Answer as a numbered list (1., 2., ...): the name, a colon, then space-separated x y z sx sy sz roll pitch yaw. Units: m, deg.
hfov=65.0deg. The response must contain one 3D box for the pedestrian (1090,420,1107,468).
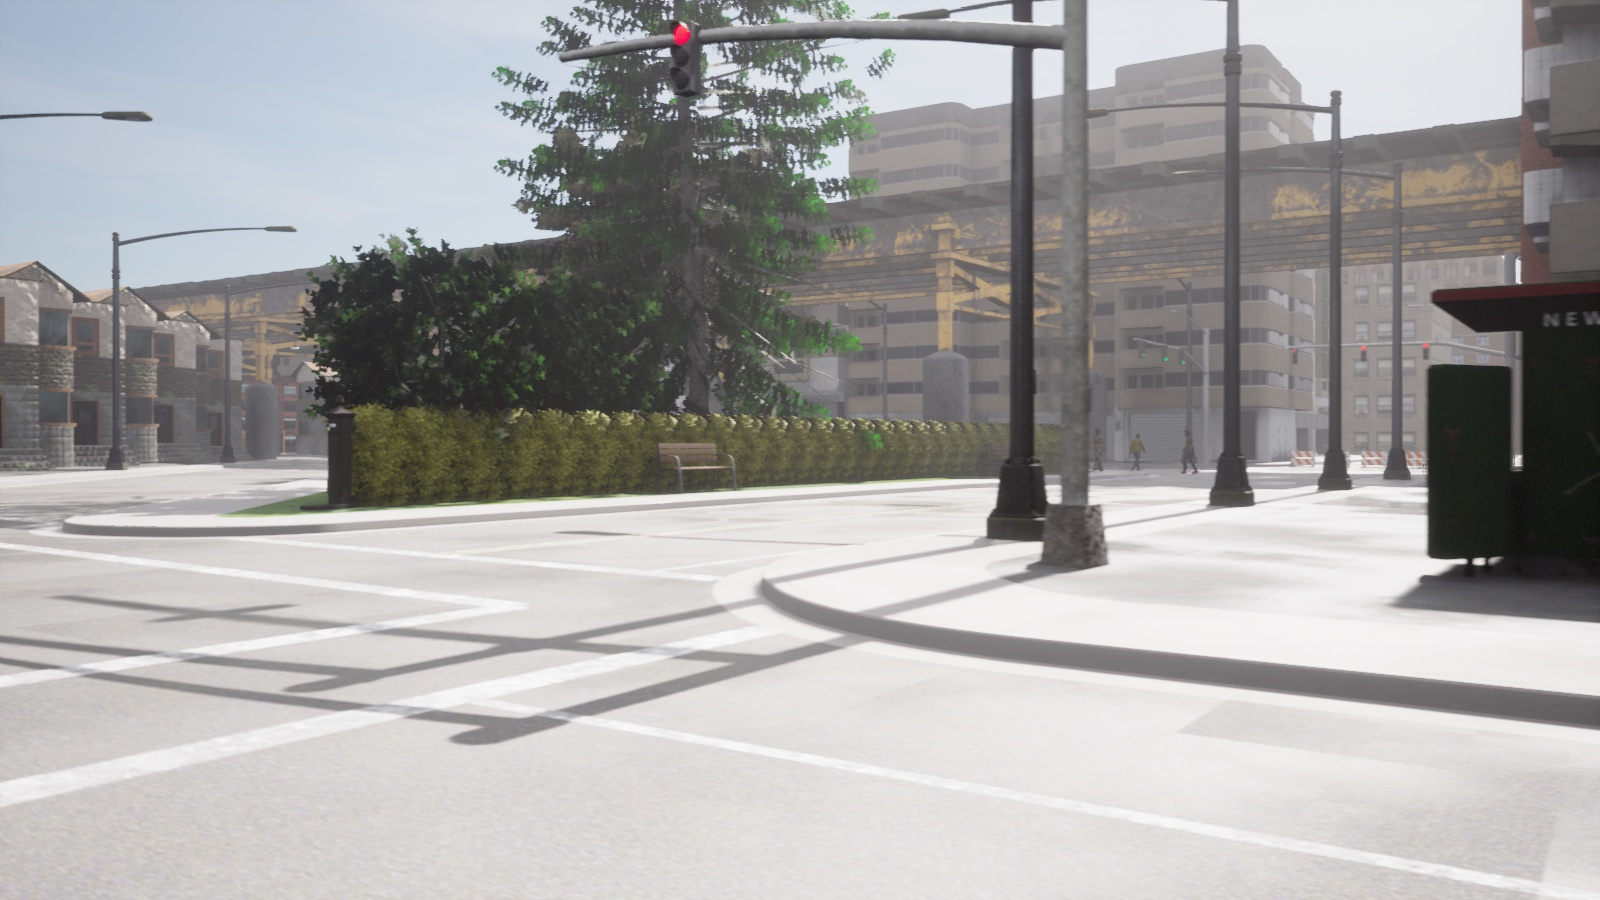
1. pedestrian: 12.285 -0.244 51.703 0.396 1.930 0.692 -1 0 40

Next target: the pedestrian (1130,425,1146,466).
1. pedestrian: 15.345 -0.204 56.995 0.370 1.835 0.726 -1 0 42

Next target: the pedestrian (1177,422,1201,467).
1. pedestrian: 15.843 -0.214 51.146 0.869 1.805 0.328 -1 0 17
